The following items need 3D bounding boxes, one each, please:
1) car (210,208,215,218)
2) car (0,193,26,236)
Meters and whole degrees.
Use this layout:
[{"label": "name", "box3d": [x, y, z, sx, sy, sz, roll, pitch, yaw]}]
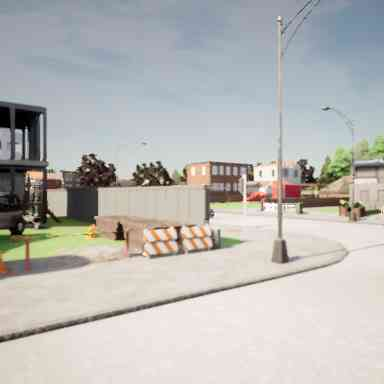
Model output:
[{"label": "car", "box3d": [0.109, 1.531, 28.520, 1.994, 1.385, 4.181, 0, 0, -36]}, {"label": "car", "box3d": [-8.354, 0.984, 13.422, 1.905, 1.878, 3.866, 0, 0, -1]}]
